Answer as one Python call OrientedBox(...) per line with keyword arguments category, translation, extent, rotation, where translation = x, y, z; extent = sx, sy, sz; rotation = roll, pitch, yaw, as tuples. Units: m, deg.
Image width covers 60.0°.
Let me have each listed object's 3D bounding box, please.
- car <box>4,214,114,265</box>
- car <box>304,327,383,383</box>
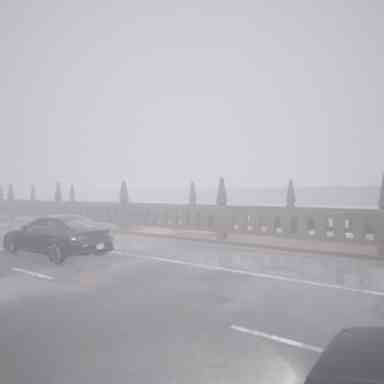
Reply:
OrientedBox(category="car", translation=(-4.720, 1.515, 11.665), extent=(4.674, 1.442, 1.812), rotation=(0, 0, 36))
OrientedBox(category="car", translation=(3.314, 1.550, 1.630), extent=(5.357, 1.411, 2.033), rotation=(0, 0, 36))
